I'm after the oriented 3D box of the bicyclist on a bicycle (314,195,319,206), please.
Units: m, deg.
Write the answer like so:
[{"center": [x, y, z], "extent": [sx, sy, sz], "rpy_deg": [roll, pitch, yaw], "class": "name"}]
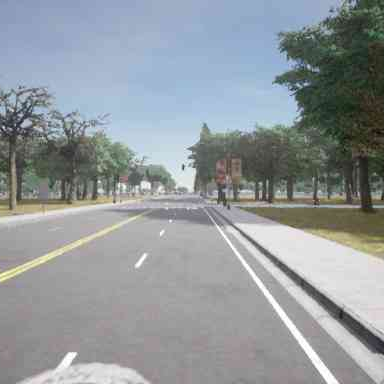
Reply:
[{"center": [18.128, 1.272, 48.606], "extent": [0.582, 1.620, 1.656], "rpy_deg": [0, 0, 0], "class": "bicyclist on a bicycle"}]
